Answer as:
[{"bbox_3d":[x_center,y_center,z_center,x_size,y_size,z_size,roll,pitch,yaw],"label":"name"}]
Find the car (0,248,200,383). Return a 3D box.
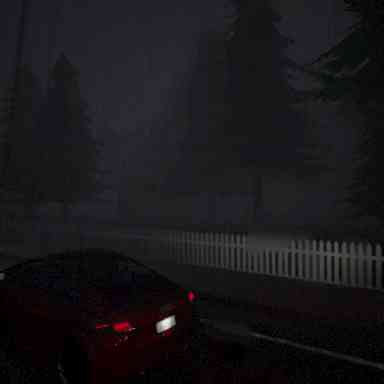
[{"bbox_3d":[-1.949,1.612,5.260,4.181,1.385,1.994,-1,0,36],"label":"car"}]
